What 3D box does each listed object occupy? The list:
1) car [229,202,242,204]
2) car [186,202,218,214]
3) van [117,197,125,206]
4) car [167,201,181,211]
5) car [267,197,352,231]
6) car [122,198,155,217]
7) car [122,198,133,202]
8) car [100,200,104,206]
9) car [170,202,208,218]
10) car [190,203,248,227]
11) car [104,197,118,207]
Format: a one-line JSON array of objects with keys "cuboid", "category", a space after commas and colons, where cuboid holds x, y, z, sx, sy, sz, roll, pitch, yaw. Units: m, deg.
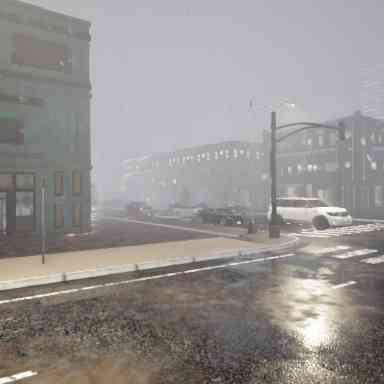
[{"cuboid": [4.352, 1.809, 36.960, 2.008, 1.369, 4.403, -2, 0, -35], "category": "car"}, {"cuboid": [1.214, 1.903, 41.519, 1.802, 1.307, 4.206, -1, 0, -35], "category": "car"}, {"cuboid": [-11.348, 1.906, 59.754, 1.690, 1.788, 3.998, -1, 0, -35], "category": "van"}, {"cuboid": [-1.925, 1.965, 46.078, 1.802, 1.307, 4.206, -1, 0, -35], "category": "car"}, {"cuboid": [7.627, 1.370, 22.282, 2.150, 2.045, 5.566, -1, 0, -37], "category": "car"}, {"cuboid": [-5.691, 1.846, 36.764, 1.967, 1.590, 4.097, -1, 0, -35], "category": "car"}, {"cuboid": [-6.772, 1.921, 42.942, 1.882, 1.535, 5.008, -1, 0, -34], "category": "car"}, {"cuboid": [-17.622, 2.227, 68.872, 1.887, 1.381, 4.507, -1, 0, -35], "category": "car"}, {"cuboid": [0.136, 1.907, 32.890, 1.895, 1.301, 4.718, -1, 0, -35], "category": "car"}, {"cuboid": [2.082, 1.814, 25.267, 1.947, 1.339, 4.313, -1, 0, -35], "category": "car"}, {"cuboid": [-14.488, 1.939, 64.313, 2.192, 1.841, 5.009, -1, 0, -35], "category": "car"}]
